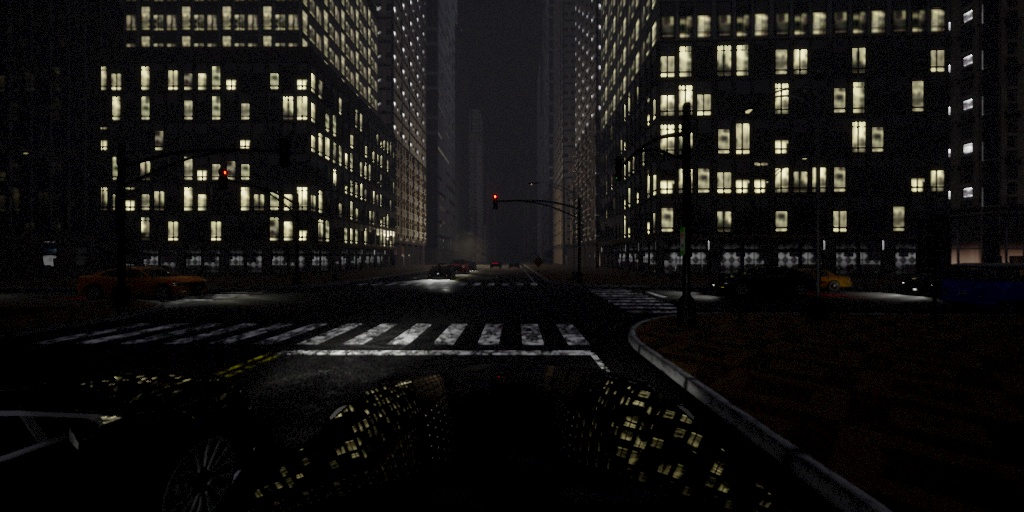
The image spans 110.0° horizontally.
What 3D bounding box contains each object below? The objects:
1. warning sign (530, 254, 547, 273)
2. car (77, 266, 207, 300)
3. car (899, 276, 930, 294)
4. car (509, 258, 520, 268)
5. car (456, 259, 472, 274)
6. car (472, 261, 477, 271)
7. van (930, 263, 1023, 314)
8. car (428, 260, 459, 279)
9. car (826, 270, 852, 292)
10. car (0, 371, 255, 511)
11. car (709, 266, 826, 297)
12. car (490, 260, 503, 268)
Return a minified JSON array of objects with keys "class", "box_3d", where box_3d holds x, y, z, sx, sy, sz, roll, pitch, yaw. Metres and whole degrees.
[{"class":"warning sign","box_3d":[3.031,0.949,41.322,1.300,1.860,1.060,0,0,0]},{"class":"car","box_3d":[-17.629,1.251,17.272,5.008,1.535,1.882,0,0,-2]},{"class":"car","box_3d":[23.463,1.339,18.414,5.357,1.411,2.033,0,0,2]},{"class":"car","box_3d":[0.384,1.413,63.813,2.128,1.511,4.902,0,0,0]},{"class":"car","box_3d":[-6.409,1.192,43.329,2.097,1.767,4.553,0,0,0]},{"class":"car","box_3d":[-6.356,1.426,53.826,2.033,1.411,5.357,0,0,0]},{"class":"van","box_3d":[18.408,1.131,13.092,3.998,1.789,1.690,0,0,2]},{"class":"car","box_3d":[-6.455,1.374,33.332,1.994,1.385,4.181,0,0,0]},{"class":"car","box_3d":[17.176,1.313,21.270,4.829,1.417,1.751,0,0,2]},{"class":"car","box_3d":[-3.155,1.241,1.134,2.128,1.511,4.902,0,0,0]},{"class":"car","box_3d":[13.063,1.290,18.838,4.892,1.490,1.837,0,0,2]},{"class":"car","box_3d":[-2.864,1.426,63.762,1.837,1.490,4.892,0,0,0]}]
